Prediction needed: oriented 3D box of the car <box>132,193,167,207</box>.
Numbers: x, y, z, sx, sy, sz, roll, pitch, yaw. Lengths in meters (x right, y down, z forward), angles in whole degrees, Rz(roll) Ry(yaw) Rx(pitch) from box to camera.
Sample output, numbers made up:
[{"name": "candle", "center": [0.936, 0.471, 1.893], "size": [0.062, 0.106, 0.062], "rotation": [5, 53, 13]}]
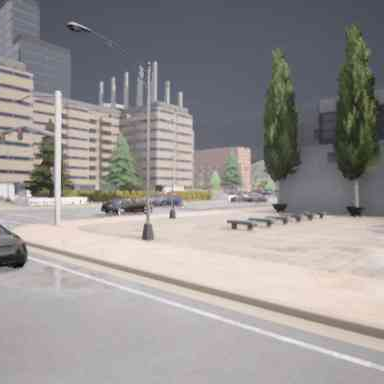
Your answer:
[{"name": "car", "center": [-5.761, 1.052, 45.422], "size": [2.097, 1.767, 4.553], "rotation": [1, 0, 41]}]

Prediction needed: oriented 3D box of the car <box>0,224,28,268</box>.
[{"name": "car", "center": [-6.577, 1.462, 9.785], "size": [4.181, 1.385, 1.994], "rotation": [1, 0, 41]}]

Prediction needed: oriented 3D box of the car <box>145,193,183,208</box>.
[{"name": "car", "center": [-3.272, 1.084, 42.954], "size": [2.097, 1.767, 4.553], "rotation": [1, 0, 41]}]

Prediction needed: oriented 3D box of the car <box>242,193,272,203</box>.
[{"name": "car", "center": [11.713, 1.291, 59.825], "size": [2.033, 1.411, 5.357], "rotation": [1, 0, 42]}]

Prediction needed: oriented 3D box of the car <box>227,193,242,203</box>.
[{"name": "car", "center": [8.830, 1.276, 61.851], "size": [1.994, 1.385, 4.181], "rotation": [1, 0, 42]}]

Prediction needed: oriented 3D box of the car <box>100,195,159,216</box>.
[{"name": "car", "center": [-5.678, 1.284, 29.386], "size": [2.128, 1.511, 4.902], "rotation": [1, 0, 42]}]
